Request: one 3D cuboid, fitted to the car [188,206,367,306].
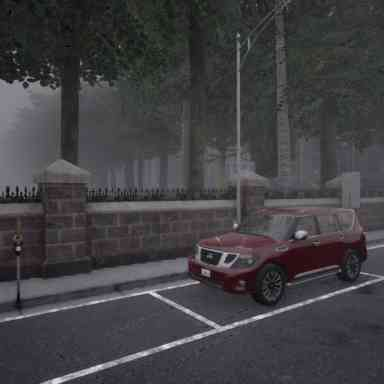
[{"bbox_3d":[2.326,1.314,8.194,5.009,1.841,2.192,0,0,-36],"label":"car"}]
